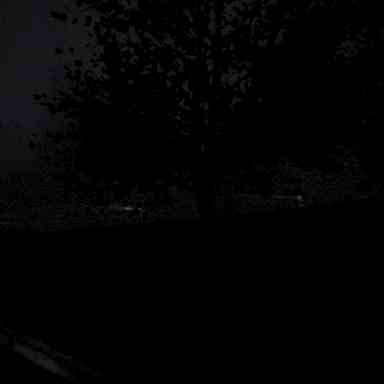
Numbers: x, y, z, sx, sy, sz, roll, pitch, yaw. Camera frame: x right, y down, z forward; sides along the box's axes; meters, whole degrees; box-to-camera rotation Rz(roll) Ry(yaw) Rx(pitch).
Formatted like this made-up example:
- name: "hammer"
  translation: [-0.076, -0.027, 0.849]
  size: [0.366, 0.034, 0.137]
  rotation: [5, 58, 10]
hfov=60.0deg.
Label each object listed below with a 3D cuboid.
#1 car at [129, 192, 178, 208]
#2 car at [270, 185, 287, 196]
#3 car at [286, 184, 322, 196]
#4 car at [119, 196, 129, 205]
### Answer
- name: "car"
  translation: [-3.636, 0.786, 34.044]
  size: [4.674, 1.442, 1.812]
  rotation: [-2, 3, -36]
- name: "car"
  translation: [13.677, -0.344, 48.574]
  size: [5.008, 1.535, 1.882]
  rotation: [-3, 2, -26]
- name: "car"
  translation: [15.787, -0.253, 45.719]
  size: [4.674, 1.442, 1.812]
  rotation: [-3, 2, -26]
- name: "car"
  translation: [-5.629, 0.653, 36.913]
  size: [5.008, 1.535, 1.882]
  rotation: [-2, 3, -36]
